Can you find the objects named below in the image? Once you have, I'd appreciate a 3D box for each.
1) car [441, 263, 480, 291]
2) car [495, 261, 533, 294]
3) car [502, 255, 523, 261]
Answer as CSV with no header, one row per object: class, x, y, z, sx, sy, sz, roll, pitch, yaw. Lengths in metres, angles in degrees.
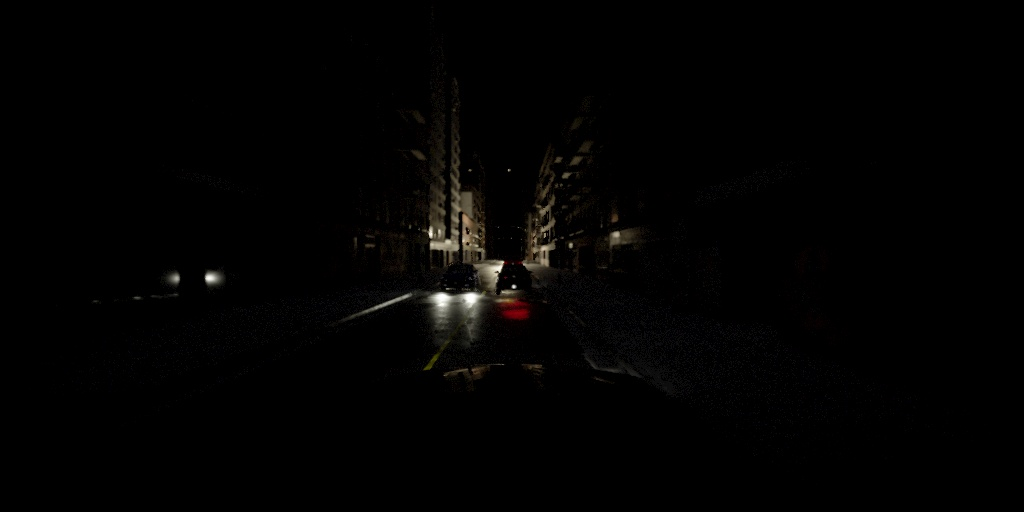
car,-3.094,1.203,22.071,1.882,1.535,5.008,0,0,0
car,0.101,1.234,20.127,1.837,1.490,4.892,0,0,0
car,0.109,0.919,40.796,2.150,2.045,5.566,0,0,0
